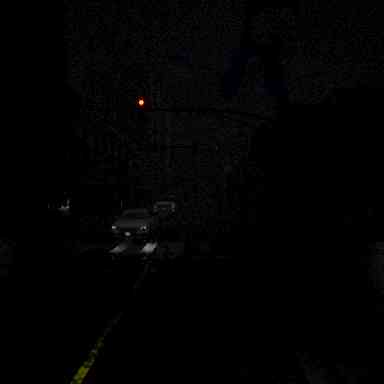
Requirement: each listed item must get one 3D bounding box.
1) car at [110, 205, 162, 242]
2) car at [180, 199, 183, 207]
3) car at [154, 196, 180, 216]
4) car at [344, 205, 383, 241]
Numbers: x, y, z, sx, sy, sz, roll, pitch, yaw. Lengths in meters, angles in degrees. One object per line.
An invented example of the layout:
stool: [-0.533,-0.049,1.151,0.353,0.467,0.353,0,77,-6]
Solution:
car: [-2.816,1.587,16.928,1.812,1.442,4.674,0,-1,0]
car: [-2.695,2.086,62.783,2.033,1.411,5.357,0,-1,1]
car: [-2.792,1.411,35.856,2.150,2.045,5.566,0,0,0]
car: [10.842,1.641,17.862,5.009,1.841,2.192,1,-1,0]
